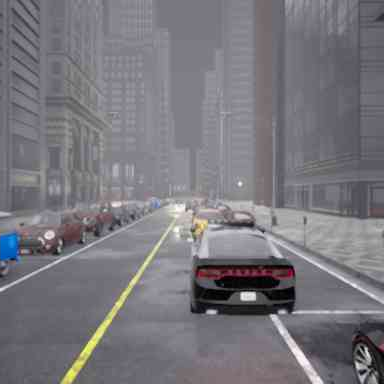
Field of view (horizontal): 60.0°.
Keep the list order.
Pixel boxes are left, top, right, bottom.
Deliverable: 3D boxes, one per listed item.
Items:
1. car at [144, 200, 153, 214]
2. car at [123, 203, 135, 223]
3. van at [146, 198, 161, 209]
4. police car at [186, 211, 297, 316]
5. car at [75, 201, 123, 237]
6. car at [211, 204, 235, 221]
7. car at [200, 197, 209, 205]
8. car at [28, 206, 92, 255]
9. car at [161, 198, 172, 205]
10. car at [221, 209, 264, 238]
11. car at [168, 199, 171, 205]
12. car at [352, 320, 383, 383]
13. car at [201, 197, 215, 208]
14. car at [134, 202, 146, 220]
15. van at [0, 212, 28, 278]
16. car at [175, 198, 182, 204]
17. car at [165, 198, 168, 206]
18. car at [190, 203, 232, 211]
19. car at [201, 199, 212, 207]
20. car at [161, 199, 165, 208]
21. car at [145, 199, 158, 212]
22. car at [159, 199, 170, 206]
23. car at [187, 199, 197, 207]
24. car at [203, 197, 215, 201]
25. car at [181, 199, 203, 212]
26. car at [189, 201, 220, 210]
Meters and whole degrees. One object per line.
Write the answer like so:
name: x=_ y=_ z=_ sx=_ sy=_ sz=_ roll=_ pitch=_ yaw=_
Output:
car: x=-5.762 y=1.821 z=35.997 sx=2.008 sy=1.369 sz=4.403 roll=0 pitch=0 yaw=0
car: x=-5.763 y=1.751 z=24.725 sx=1.947 sy=1.339 sz=4.313 roll=0 pitch=0 yaw=0
van: x=-5.762 y=1.700 z=47.272 sx=1.690 sy=1.788 sz=3.998 roll=0 pitch=0 yaw=0
police car: x=0.901 y=1.484 z=7.903 sx=1.930 sy=1.638 sz=5.238 roll=0 pitch=0 yaw=0
car: x=-5.764 y=1.458 z=19.090 sx=2.192 sy=1.841 sz=5.009 roll=0 pitch=0 yaw=0
car: x=2.763 y=1.808 z=30.366 sx=1.802 sy=1.307 sz=4.206 roll=0 pitch=0 yaw=0
car: x=2.766 y=2.033 z=75.454 sx=1.967 sy=1.590 sz=4.097 roll=0 pitch=0 yaw=0
car: x=-5.764 y=1.541 z=13.452 sx=1.967 sy=1.590 sz=4.097 roll=0 pitch=0 yaw=0
car: x=-5.758 y=2.144 z=75.453 sx=2.008 sy=1.369 sz=4.403 roll=0 pitch=0 yaw=0
car: x=2.762 y=1.724 z=19.093 sx=1.802 sy=1.307 sz=4.206 roll=0 pitch=0 yaw=0
car: x=-5.759 y=2.063 z=64.180 sx=1.947 sy=1.339 sz=4.313 roll=0 pitch=0 yaw=0
car: x=2.760 y=1.583 z=2.185 sx=1.947 sy=1.339 sz=4.313 roll=0 pitch=0 yaw=0
car: x=2.764 y=1.765 z=58.547 sx=2.192 sy=1.841 sz=5.009 roll=0 pitch=0 yaw=0
car: x=-5.762 y=1.793 z=30.361 sx=1.947 sy=1.339 sz=4.313 roll=0 pitch=0 yaw=0
van: x=-5.765 y=1.400 z=7.817 sx=1.690 sy=1.788 sz=3.998 roll=0 pitch=0 yaw=0
car: x=-2.992 y=2.117 z=77.613 sx=1.837 sy=1.490 sz=4.892 roll=0 pitch=-1 yaw=0
car: x=-5.760 y=2.032 z=58.543 sx=1.802 sy=1.307 sz=4.206 roll=0 pitch=0 yaw=0
car: x=0.902 y=1.589 z=17.983 sx=1.801 sy=1.575 sz=5.366 roll=0 pitch=0 yaw=0
car: x=2.766 y=2.063 z=64.182 sx=1.947 sy=1.339 sz=4.313 roll=0 pitch=0 yaw=0
car: x=-5.760 y=1.928 z=52.737 sx=1.752 sy=1.417 sz=4.829 roll=0 pitch=0 yaw=0
car: x=-5.761 y=1.896 z=41.634 sx=1.802 sy=1.307 sz=4.206 roll=0 pitch=0 yaw=0
car: x=-5.759 y=2.111 z=69.816 sx=1.947 sy=1.339 sz=4.313 roll=0 pitch=0 yaw=0
car: x=0.006 y=1.977 z=61.273 sx=1.837 sy=1.490 sz=4.892 roll=0 pitch=0 yaw=0
car: x=2.763 y=1.753 z=41.639 sx=1.967 sy=1.590 sz=4.097 roll=0 pitch=0 yaw=0
car: x=0.025 y=1.880 z=44.045 sx=2.033 sy=1.411 sz=5.357 roll=0 pitch=0 yaw=1
car: x=0.903 y=1.655 z=23.793 sx=1.882 sy=1.535 sz=5.008 roll=0 pitch=0 yaw=0
